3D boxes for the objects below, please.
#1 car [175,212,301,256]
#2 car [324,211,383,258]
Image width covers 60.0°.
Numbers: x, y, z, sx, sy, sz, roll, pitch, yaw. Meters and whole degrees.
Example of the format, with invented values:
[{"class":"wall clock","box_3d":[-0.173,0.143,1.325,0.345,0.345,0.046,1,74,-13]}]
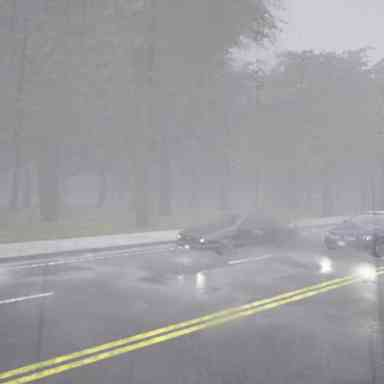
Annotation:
[{"class":"car","box_3d":[1.994,1.506,13.097,5.357,1.411,2.033,0,0,-35]},{"class":"car","box_3d":[6.980,1.468,12.658,4.674,1.442,1.812,0,0,-35]}]
